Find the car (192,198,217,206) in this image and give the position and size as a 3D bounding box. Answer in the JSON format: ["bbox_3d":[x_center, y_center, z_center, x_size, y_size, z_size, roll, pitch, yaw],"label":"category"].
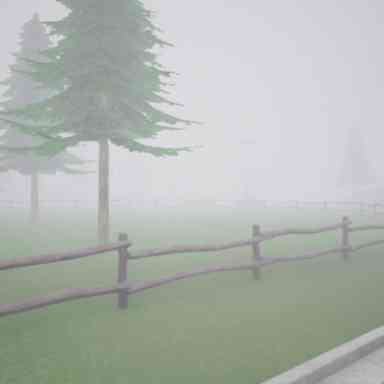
[{"bbox_3d":[2.036,1.665,55.217,4.181,1.385,1.994,0,0,16],"label":"car"}]

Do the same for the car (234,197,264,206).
[{"bbox_3d":[9.476,1.599,55.516,5.008,1.535,1.882,0,0,30],"label":"car"}]
